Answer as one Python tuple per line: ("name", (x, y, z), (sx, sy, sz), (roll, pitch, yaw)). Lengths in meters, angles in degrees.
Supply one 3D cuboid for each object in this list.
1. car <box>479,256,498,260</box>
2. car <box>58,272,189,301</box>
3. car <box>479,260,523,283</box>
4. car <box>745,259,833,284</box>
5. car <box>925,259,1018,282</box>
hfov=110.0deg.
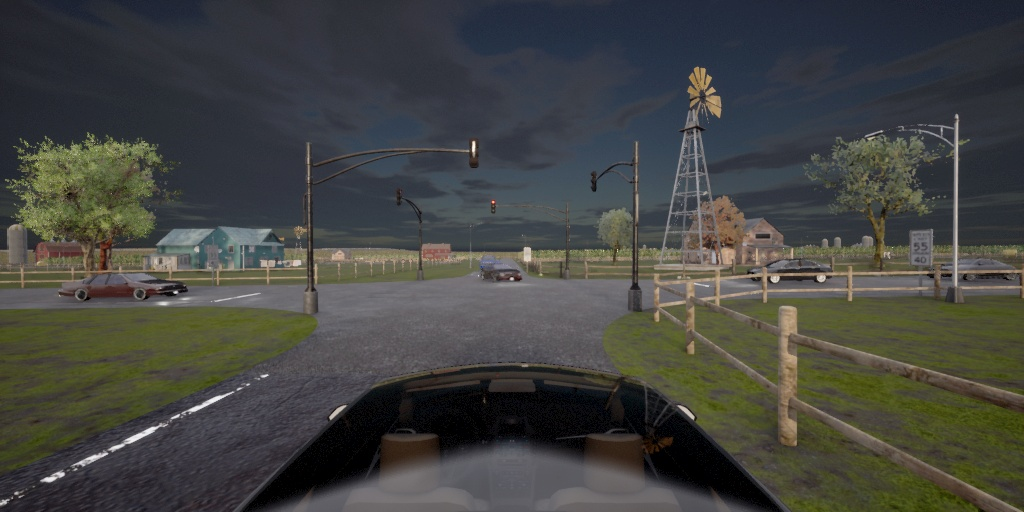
("car", (-3.074, 0.966, 46.607), (2.150, 2.045, 5.566), (0, 0, 0))
("car", (-20.634, 1.587, 19.140), (5.357, 1.411, 2.033), (-1, 1, 0))
("car", (-1.012, 1.279, 27.934), (2.033, 1.411, 5.357), (0, -1, -22))
("car", (17.688, 0.957, 23.014), (4.892, 1.490, 1.837), (-1, 1, 0))
("car", (29.447, 0.860, 23.066), (4.181, 1.385, 1.994), (-1, 1, 0))
